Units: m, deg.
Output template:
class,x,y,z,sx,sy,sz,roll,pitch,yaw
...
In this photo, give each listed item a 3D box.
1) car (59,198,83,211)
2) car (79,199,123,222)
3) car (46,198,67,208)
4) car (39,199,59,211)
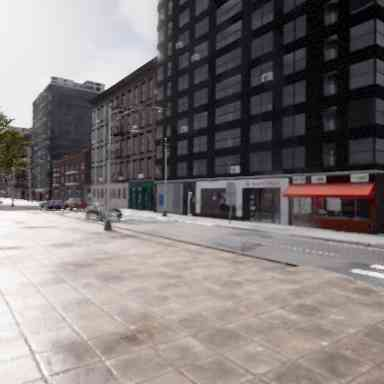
class,x,y,z,sx,sy,sz,roll,pitch,yaw
car,-15.740,1.561,44.557,2.097,1.767,4.553,1,-1,-35
car,-7.476,1.624,27.959,2.128,1.511,4.902,1,-1,-36
car,-21.505,1.771,52.580,2.033,1.411,5.357,1,-1,-35
car,-18.526,1.818,43.543,1.895,1.301,4.718,1,-1,-36
